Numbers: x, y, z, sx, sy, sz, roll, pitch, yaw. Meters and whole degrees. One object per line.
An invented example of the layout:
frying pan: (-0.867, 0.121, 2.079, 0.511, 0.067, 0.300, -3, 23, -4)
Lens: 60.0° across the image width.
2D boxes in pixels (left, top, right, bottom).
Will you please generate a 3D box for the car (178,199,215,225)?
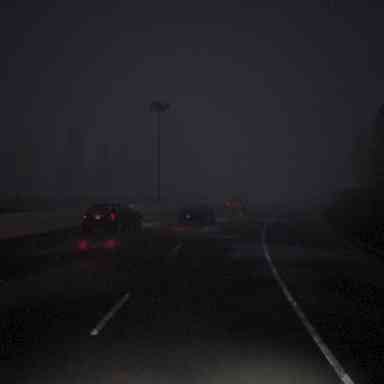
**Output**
car: (0.435, 1.528, 24.889, 1.882, 1.535, 5.008, 0, 0, 16)

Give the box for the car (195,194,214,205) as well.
car: (2.495, 1.366, 64.442, 2.150, 2.045, 5.566, 0, 0, 19)

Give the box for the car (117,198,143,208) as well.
car: (-9.447, 1.666, 51.354, 1.895, 1.301, 4.718, 0, 0, 19)

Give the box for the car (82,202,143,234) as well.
car: (-4.526, 1.373, 19.555, 2.097, 1.767, 4.553, 0, 0, 12)

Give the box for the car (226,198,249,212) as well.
car: (5.669, 1.453, 40.885, 2.097, 1.767, 4.553, 0, 0, 19)
